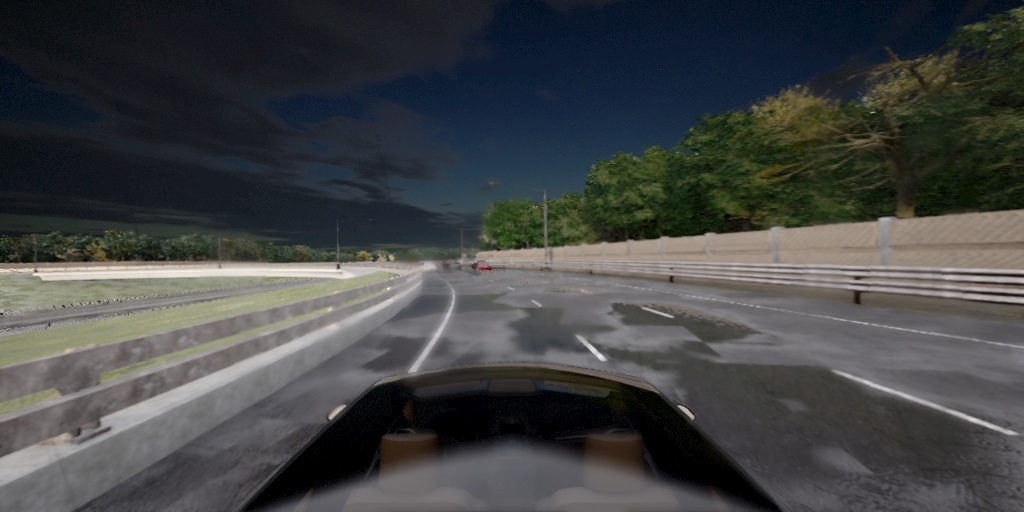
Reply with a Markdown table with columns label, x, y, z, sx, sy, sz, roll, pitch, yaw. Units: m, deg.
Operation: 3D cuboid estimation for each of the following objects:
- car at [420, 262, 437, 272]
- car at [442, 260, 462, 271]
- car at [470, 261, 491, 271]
| label | x | y | z | sx | sy | sz | roll | pitch | yaw |
| --- | --- | --- | --- | --- | --- | --- | --- | --- | --- |
| car | -11.863 | 1.523 | 50.387 | 1.812 | 1.442 | 4.674 | -1 | 0 | -27 |
| car | -8.698 | 1.423 | 51.838 | 2.128 | 1.511 | 4.902 | -1 | 0 | -27 |
| car | -4.603 | 1.410 | 51.536 | 1.994 | 1.385 | 4.181 | -1 | 0 | -26 |
